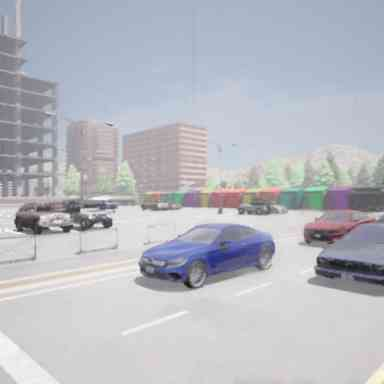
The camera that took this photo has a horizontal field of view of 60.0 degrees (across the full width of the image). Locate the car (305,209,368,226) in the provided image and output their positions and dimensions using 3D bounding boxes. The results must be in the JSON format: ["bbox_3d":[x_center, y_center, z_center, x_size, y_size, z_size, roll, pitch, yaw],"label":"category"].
[{"bbox_3d":[7.230,1.624,16.075,5.008,1.535,1.882,0,-1,-43],"label":"car"}]

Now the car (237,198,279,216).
[{"bbox_3d":[6.901,1.563,36.052,1.905,1.878,3.866,0,-1,-45],"label":"car"}]

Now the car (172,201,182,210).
[{"bbox_3d":[-3.376,2.050,50.446,1.784,1.438,3.905,0,-1,-45],"label":"car"}]

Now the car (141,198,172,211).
[{"bbox_3d":[-5.476,1.833,48.450,1.932,1.855,4.605,0,-1,-45],"label":"car"}]

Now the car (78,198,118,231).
[{"bbox_3d":[-6.977,1.511,22.179,1.905,1.878,3.866,0,-1,-45],"label":"car"}]

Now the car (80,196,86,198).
[{"bbox_3d":[-20.036,2.052,55.203,1.932,1.855,4.605,0,-1,-45],"label":"car"}]

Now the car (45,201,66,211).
[{"bbox_3d":[-21.900,2.255,53.271,1.784,1.438,3.905,0,-1,-45],"label":"car"}]

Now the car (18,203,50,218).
[{"bbox_3d":[-17.383,2.029,36.459,1.970,1.475,3.806,0,-1,-45],"label":"car"}]

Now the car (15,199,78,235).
[{"bbox_3d":[-9.066,1.501,20.175,1.932,1.855,4.605,0,-1,-45],"label":"car"}]

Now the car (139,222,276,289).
[{"bbox_3d":[0.671,1.651,9.748,4.674,1.442,1.812,0,-1,-43],"label":"car"}]

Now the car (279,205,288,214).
[{"bbox_3d":[8.963,1.810,38.085,1.970,1.475,3.806,0,-1,-45],"label":"car"}]

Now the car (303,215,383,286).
[{"bbox_3d":[5.557,1.627,9.648,5.357,1.411,2.033,0,-1,-44],"label":"car"}]

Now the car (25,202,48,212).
[{"bbox_3d":[-23.951,2.279,51.228,1.970,1.475,3.806,0,-1,-45],"label":"car"}]
